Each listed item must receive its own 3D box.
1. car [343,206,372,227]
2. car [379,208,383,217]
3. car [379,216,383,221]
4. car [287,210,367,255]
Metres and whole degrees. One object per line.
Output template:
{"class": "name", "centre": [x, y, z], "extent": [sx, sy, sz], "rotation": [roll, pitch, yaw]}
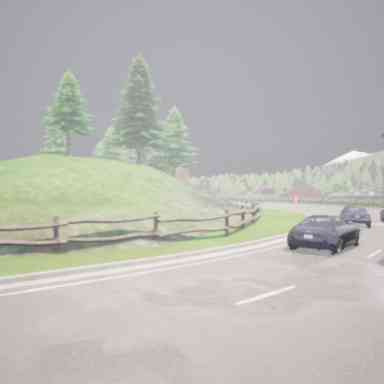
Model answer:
{"class": "car", "centre": [11.875, 1.706, 24.298], "extent": [2.033, 1.411, 5.357], "rotation": [0, 0, 22]}
{"class": "car", "centre": [16.108, 1.658, 25.932], "extent": [1.882, 1.535, 5.008], "rotation": [0, 0, 18]}
{"class": "car", "centre": [8.040, 1.588, 11.394], "extent": [1.837, 1.490, 4.892], "rotation": [0, 0, 41]}
{"class": "car", "centre": [5.648, 1.652, 13.983], "extent": [1.994, 1.385, 4.181], "rotation": [0, 0, 40]}
